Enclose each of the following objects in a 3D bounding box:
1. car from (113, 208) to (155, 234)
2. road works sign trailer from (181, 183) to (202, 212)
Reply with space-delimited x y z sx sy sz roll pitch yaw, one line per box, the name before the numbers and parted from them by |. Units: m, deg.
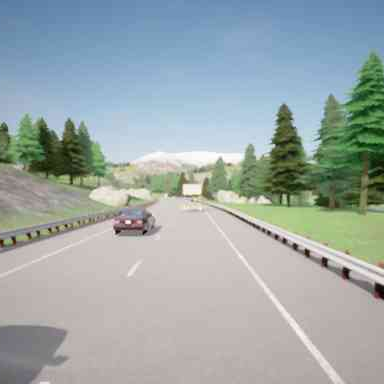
car | -3.395 1.665 20.168 2.033 1.411 5.357 0 0 0
road works sign trailer | 0.028 0.710 41.871 2.380 3.560 2.880 0 0 -1
